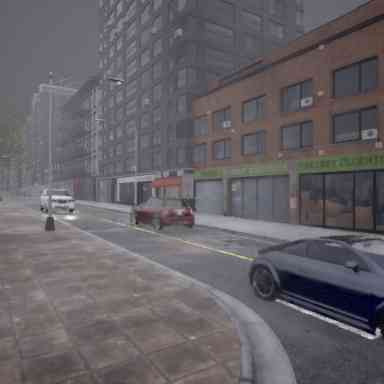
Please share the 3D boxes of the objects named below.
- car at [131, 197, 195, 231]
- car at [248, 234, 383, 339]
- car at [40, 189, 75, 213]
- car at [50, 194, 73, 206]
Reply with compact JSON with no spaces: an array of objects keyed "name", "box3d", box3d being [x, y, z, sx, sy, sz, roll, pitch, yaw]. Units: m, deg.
[{"name":"car","box3d":[-1.774,1.074,18.828,2.097,1.767,4.553,0,1,-32]},{"name":"car","box3d":[2.945,1.492,5.879,1.994,1.385,4.181,0,1,-32]},{"name":"car","box3d":[-12.074,0.727,29.579,2.150,2.045,5.566,0,0,-32]},{"name":"car","box3d":[-16.585,0.956,42.181,1.994,1.385,4.181,0,0,-32]}]
